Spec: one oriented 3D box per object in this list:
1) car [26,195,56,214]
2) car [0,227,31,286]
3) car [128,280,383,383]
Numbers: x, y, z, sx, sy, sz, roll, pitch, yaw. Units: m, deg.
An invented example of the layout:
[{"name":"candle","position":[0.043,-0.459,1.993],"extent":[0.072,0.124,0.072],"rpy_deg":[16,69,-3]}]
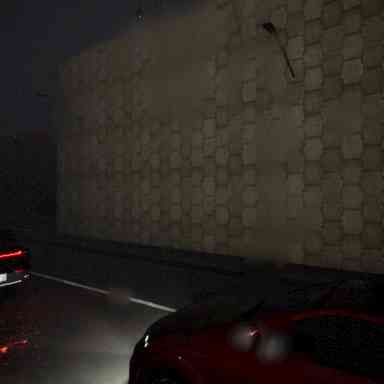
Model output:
[{"name":"car","position":[-12.921,1.061,31.037],"extent":[2.128,1.511,4.902],"rpy_deg":[0,5,35]},{"name":"car","position":[-5.855,1.505,8.171],"extent":[4.892,1.490,1.837],"rpy_deg":[0,0,36]},{"name":"car","position":[1.394,1.564,2.997],"extent":[4.181,1.385,1.994],"rpy_deg":[0,0,36]}]
